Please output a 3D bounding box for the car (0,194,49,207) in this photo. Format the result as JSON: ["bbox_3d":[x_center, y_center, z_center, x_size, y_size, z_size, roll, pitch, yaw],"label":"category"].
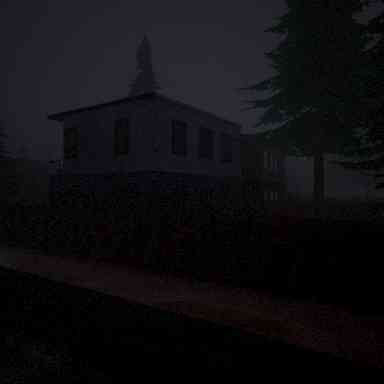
[{"bbox_3d":[-14.753,1.202,29.570,2.150,2.045,5.566,0,0,27],"label":"car"}]
